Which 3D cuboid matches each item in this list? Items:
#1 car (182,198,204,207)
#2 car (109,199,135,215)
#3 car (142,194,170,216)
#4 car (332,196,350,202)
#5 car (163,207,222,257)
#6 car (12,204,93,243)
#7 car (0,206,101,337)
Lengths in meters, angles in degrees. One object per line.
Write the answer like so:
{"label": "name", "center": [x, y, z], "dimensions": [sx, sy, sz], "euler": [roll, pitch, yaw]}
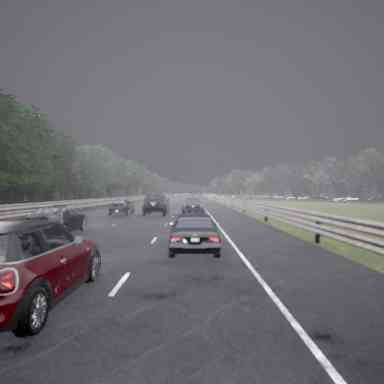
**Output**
{"label": "car", "center": [0.086, 1.339, 32.693], "dimensions": [2.097, 1.767, 4.553], "euler": [0, 0, 0]}
{"label": "car", "center": [-6.914, 1.492, 33.055], "dimensions": [1.837, 1.490, 4.892], "euler": [0, 0, 0]}
{"label": "car", "center": [-3.415, 1.209, 32.092], "dimensions": [2.150, 2.045, 5.566], "euler": [0, 0, 0]}
{"label": "car", "center": [37.387, 1.789, 82.931], "dimensions": [1.837, 1.490, 4.892], "euler": [0, 0, -35]}
{"label": "car", "center": [0.092, 1.538, 12.873], "dimensions": [2.033, 1.411, 5.357], "euler": [0, 0, 0]}
{"label": "car", "center": [-6.910, 1.464, 17.185], "dimensions": [2.128, 1.511, 4.902], "euler": [0, 1, 0]}
{"label": "car", "center": [-3.417, 1.346, 6.811], "dimensions": [2.097, 1.767, 4.553], "euler": [0, 0, 0]}
